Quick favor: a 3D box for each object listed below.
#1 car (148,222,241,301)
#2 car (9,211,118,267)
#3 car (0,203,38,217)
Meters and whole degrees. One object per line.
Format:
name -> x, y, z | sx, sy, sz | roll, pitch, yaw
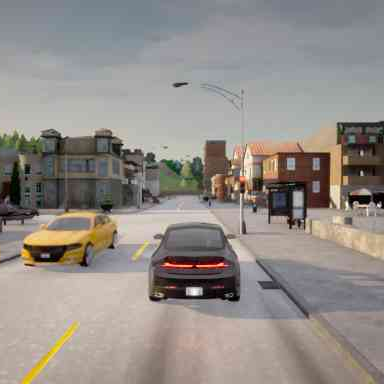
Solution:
car -> 0.064, 1.505, 8.288 | 1.837, 1.490, 4.892 | 0, 0, 1
car -> -3.968, 1.477, 11.630 | 1.882, 1.535, 5.008 | 0, 0, 1
car -> -15.151, 1.547, 26.530 | 5.357, 1.411, 2.033 | 0, 0, 0
